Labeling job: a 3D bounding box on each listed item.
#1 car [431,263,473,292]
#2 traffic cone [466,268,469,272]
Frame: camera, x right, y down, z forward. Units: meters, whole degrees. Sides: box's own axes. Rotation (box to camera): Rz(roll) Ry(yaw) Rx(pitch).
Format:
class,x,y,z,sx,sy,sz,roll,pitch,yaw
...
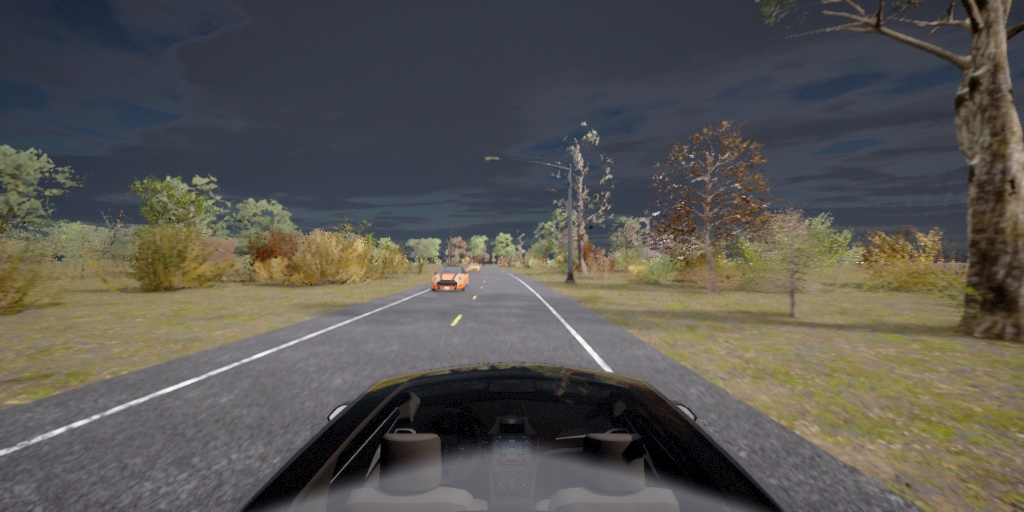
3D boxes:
class,x,y,z,sx,sy,sz,roll,pitch,yaw
car,-4.025,1.396,23.973,2.097,1.767,4.553,0,-1,-2
traffic cone,-7.026,2.414,53.487,0.340,0.580,0.340,0,0,-5
